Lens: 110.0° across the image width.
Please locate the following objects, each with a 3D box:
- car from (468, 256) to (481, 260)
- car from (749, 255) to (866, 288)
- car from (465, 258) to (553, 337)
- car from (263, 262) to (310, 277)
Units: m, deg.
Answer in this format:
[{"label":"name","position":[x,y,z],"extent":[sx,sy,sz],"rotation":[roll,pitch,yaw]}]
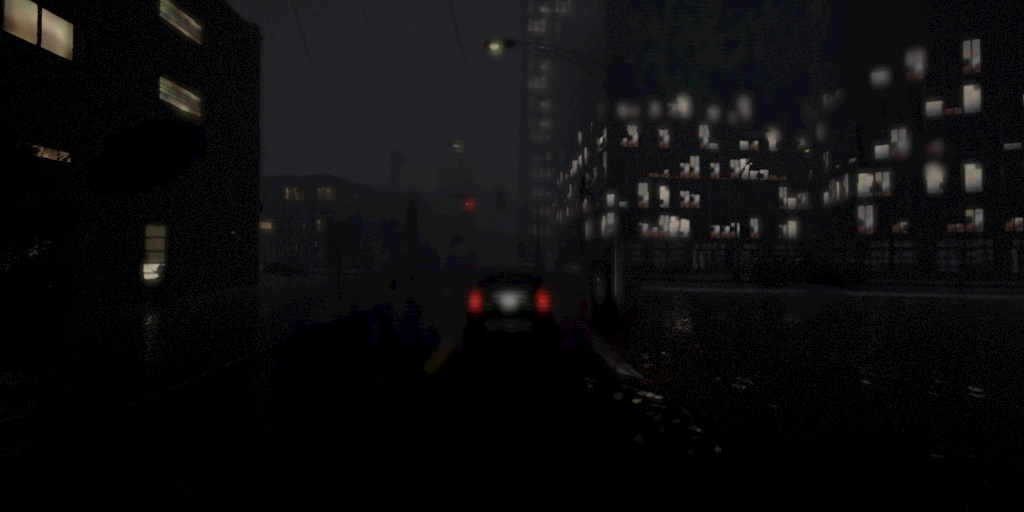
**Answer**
[{"label":"car","position":[-6.257,0.872,60.467],"extent":[2.097,1.767,4.553],"rotation":[0,0,-4]},{"label":"car","position":[16.009,0.853,19.762],"extent":[5.009,1.841,2.192],"rotation":[0,0,19]},{"label":"car","position":[-0.095,1.068,10.361],"extent":[2.097,1.767,4.553],"rotation":[0,0,-1]},{"label":"car","position":[-20.187,1.195,32.053],"extent":[4.313,1.339,1.948],"rotation":[0,0,19]}]
